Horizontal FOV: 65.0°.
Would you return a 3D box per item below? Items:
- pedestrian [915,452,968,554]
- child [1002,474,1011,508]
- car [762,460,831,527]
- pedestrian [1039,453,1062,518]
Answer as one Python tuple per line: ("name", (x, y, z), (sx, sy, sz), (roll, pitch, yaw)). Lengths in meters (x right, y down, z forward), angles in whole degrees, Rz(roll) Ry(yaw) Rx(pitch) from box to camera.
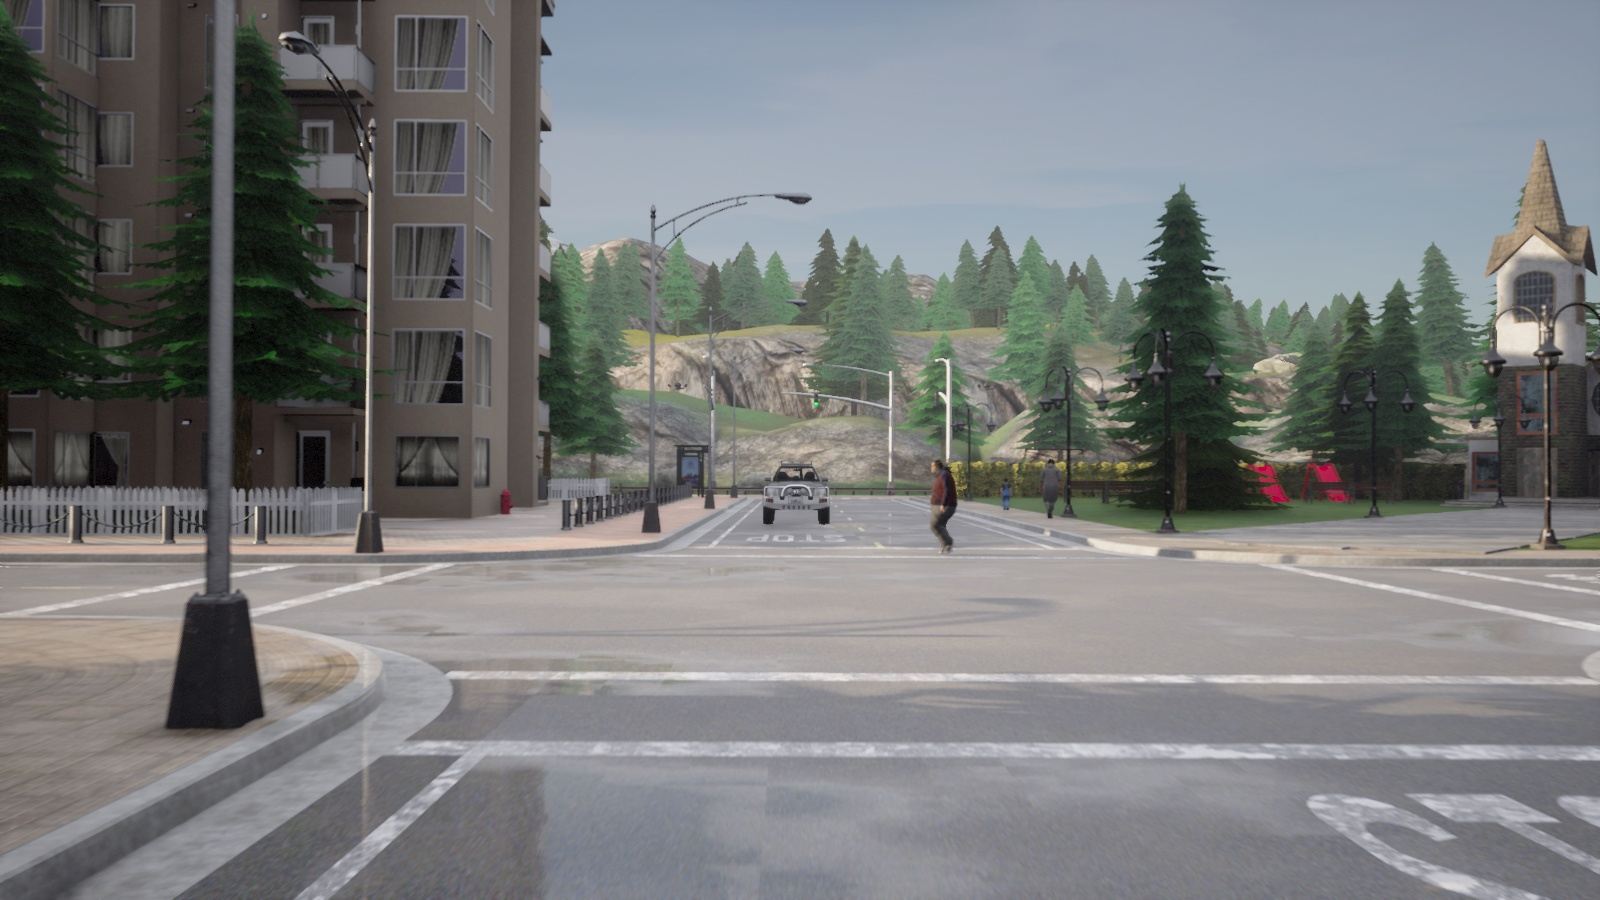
("pedestrian", (2.615, 0.974, 23.257), (0.899, 1.844, 0.634), (0, -1, 0))
("child", (7.577, 1.497, 46.086), (0.270, 1.263, 0.437), (0, -1, -1))
("car", (-0.096, 1.259, 37.493), (1.932, 1.855, 4.605), (0, -1, 0))
("pedestrian", (7.643, 1.087, 38.333), (0.659, 1.952, 0.873), (0, -1, 10))
